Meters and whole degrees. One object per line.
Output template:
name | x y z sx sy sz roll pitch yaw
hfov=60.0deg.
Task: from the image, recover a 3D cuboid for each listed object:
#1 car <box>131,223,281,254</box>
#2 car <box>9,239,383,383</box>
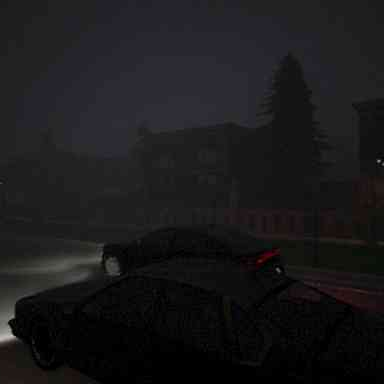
car | -0.213 1.539 8.442 5.008 1.535 1.882 -1 0 35
car | -0.060 1.576 4.034 5.357 1.411 2.033 -1 0 35
